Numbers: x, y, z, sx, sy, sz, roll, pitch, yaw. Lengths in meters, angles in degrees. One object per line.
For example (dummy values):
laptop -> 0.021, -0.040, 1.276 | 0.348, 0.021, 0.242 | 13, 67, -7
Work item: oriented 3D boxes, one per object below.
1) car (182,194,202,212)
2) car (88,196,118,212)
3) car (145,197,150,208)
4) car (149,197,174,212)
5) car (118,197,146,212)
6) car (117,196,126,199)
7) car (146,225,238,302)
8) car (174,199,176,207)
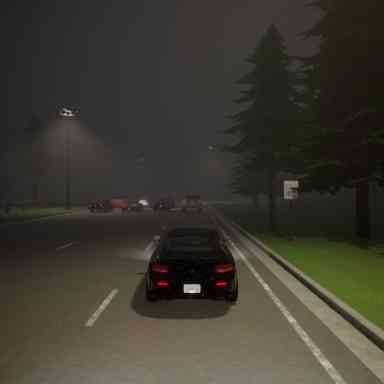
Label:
car -> 0.007, 1.221, 38.767 | 2.150, 2.045, 5.566 | 0, 0, 0
car -> -10.493, 1.547, 38.739 | 2.033, 1.411, 5.357 | 0, 0, 0
car -> -6.991, 1.525, 49.158 | 1.812, 1.442, 4.674 | 0, 0, 0
car -> -3.493, 1.564, 39.154 | 1.994, 1.385, 4.181 | 0, 0, 0
car -> -6.993, 1.601, 39.185 | 1.895, 1.301, 4.718 | 0, 0, 0
car -> -10.491, 1.352, 49.129 | 2.097, 1.767, 4.553 | 0, 0, 0
car -> 0.002, 1.526, 8.124 | 1.812, 1.442, 4.674 | 0, 0, 0
car -> -3.491, 1.477, 49.157 | 1.882, 1.535, 5.008 | 0, 0, 0
